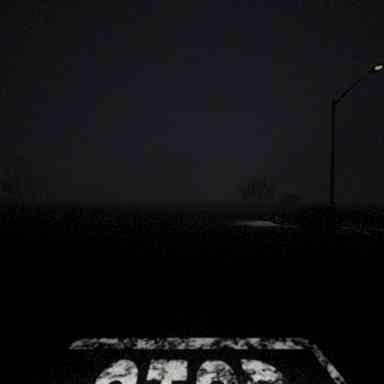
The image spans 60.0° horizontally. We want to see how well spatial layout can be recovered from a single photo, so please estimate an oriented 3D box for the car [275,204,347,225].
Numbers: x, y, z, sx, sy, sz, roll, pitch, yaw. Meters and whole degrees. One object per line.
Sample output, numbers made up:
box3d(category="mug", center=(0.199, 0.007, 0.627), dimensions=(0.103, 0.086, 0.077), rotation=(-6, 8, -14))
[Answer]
box3d(category="car", center=(8.470, 1.620, 23.830), dimensions=(4.892, 1.490, 1.837), rotation=(0, 1, 0))
